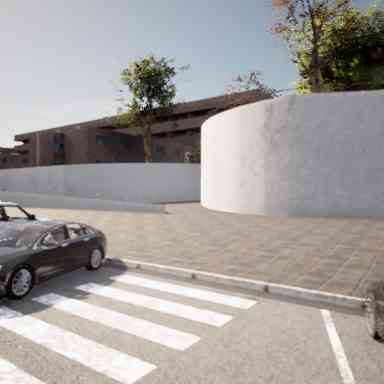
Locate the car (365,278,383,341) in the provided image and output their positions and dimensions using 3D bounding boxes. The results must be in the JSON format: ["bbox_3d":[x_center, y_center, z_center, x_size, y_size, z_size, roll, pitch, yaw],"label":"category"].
[{"bbox_3d":[3.239,1.532,3.485,2.002,1.452,4.674,0,-1,15],"label":"car"}]

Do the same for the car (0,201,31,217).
[{"bbox_3d":[-6.480,1.275,10.425,2.435,2.045,5.566,0,-1,15],"label":"car"}]

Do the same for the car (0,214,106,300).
[{"bbox_3d":[-4.043,1.516,8.671,2.231,1.521,4.892,0,-1,15],"label":"car"}]
